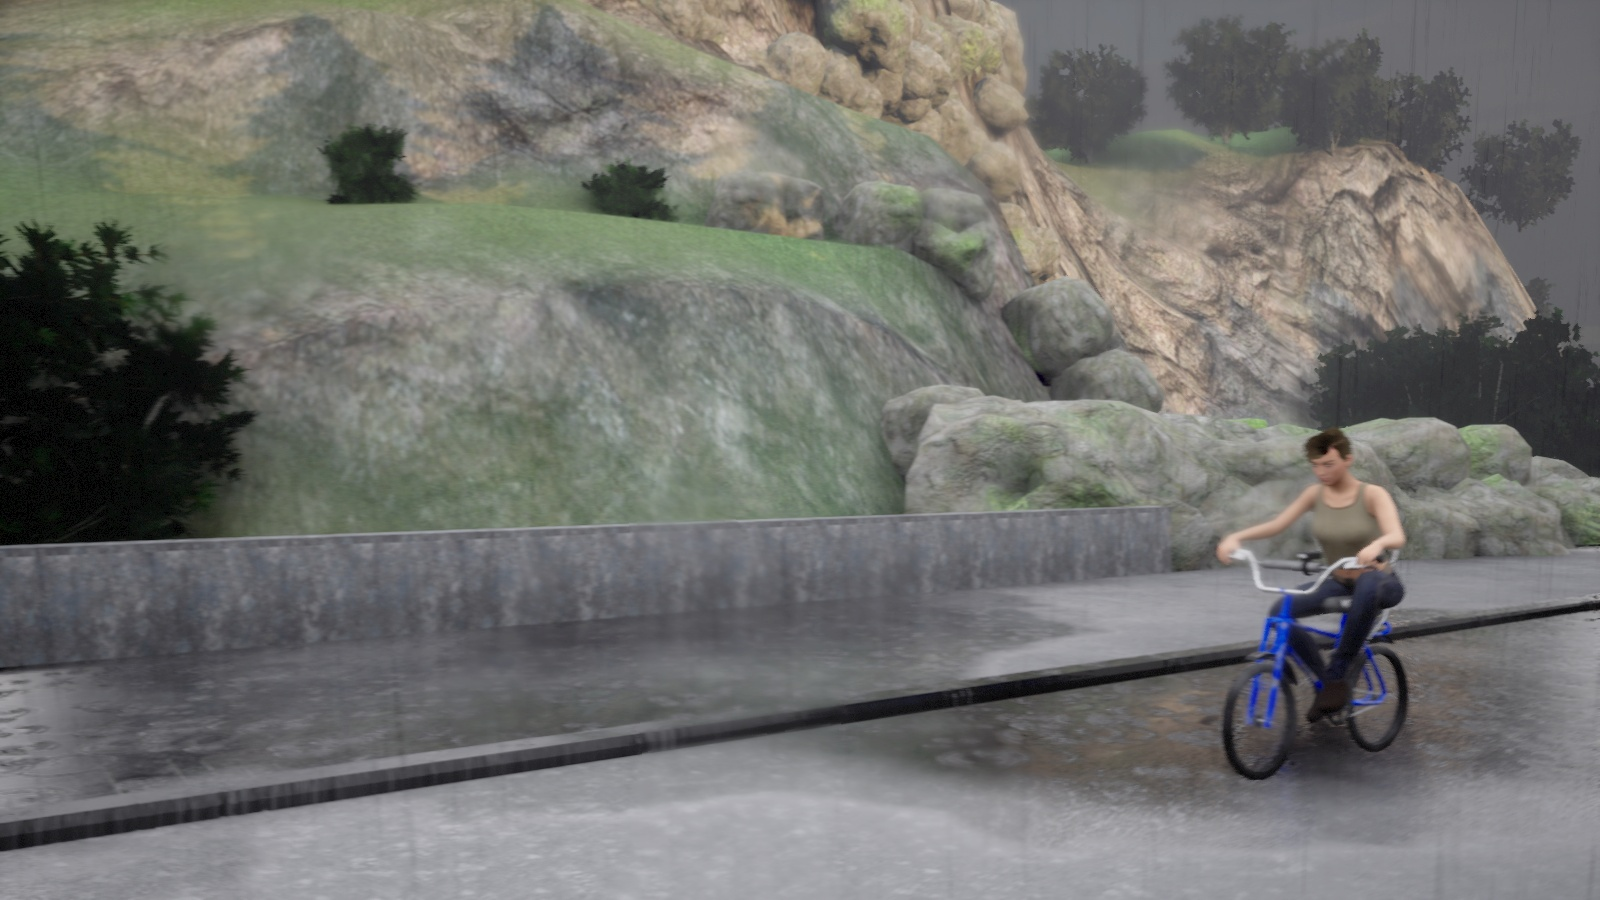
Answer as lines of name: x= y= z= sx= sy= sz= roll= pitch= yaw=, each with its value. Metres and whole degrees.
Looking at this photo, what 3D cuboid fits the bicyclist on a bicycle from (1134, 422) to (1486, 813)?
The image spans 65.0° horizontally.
bicyclist on a bicycle: x=2.432 y=0.691 z=5.966 sx=1.509 sy=1.612 sz=0.866 roll=0 pitch=0 yaw=-35
